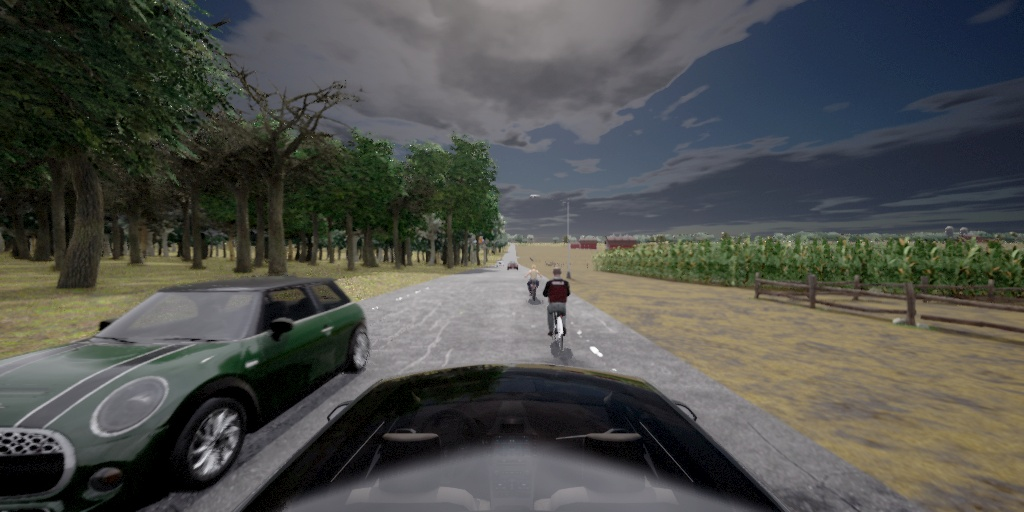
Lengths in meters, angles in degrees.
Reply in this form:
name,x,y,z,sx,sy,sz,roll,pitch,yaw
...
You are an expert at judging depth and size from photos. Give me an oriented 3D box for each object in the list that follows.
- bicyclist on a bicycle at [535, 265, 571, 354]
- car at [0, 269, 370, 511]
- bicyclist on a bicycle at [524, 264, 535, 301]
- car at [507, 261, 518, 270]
name,x,y,z,sx,sy,sz,roll,pitch,yaw
bicyclist on a bicycle,0.966,1.117,7.888,0.659,1.776,1.843,0,0,0
car,-3.599,1.100,4.526,2.097,1.767,4.553,0,0,0
bicyclist on a bicycle,0.981,1.187,16.433,0.866,1.612,1.509,0,0,0
car,0.137,1.710,61.681,1.895,1.301,4.718,0,-1,0
